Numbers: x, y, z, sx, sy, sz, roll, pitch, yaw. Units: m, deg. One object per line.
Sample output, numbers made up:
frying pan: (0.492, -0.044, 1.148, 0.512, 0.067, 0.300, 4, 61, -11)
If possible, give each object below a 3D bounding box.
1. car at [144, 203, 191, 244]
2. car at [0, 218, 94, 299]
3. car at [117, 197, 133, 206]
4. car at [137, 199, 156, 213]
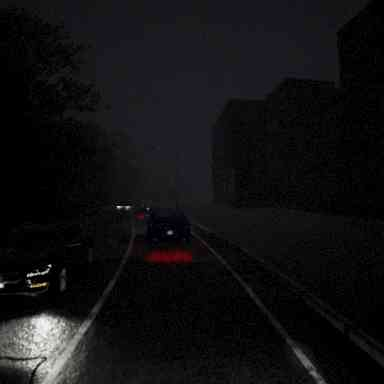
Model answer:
car: (-1.230, 1.509, 16.054, 1.882, 1.535, 5.008, 1, 0, -7)
car: (-3.859, 1.513, 8.696, 1.837, 1.490, 4.892, 0, 0, -5)
car: (-10.221, 1.397, 51.086, 2.033, 1.411, 5.357, 0, 0, -3)
car: (-4.956, 1.490, 36.638, 1.812, 1.442, 4.674, 1, 0, -11)
